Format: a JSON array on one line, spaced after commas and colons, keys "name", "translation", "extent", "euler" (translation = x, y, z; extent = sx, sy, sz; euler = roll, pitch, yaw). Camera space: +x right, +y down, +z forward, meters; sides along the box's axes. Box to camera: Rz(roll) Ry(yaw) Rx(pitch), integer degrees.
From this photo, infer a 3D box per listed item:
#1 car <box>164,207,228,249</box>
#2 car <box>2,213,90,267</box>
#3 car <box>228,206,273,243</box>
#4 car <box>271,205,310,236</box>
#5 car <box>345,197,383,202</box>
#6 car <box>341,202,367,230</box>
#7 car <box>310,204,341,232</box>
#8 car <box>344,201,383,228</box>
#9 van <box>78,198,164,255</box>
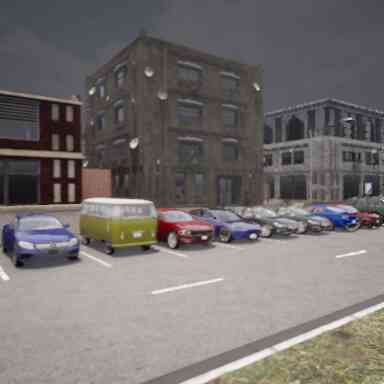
[{"name": "car", "translation": [-0.967, 1.482, 14.913], "extent": [2.097, 1.535, 5.008], "euler": [0, 0, -36]}, {"name": "car", "translation": [-5.441, 1.503, 11.693], "extent": [2.002, 1.452, 4.674], "euler": [0, 0, -36]}, {"name": "car", "translation": [1.290, 1.526, 16.493], "extent": [2.163, 1.488, 4.792], "euler": [0, 0, -36]}, {"name": "car", "translation": [3.507, 1.516, 18.132], "extent": [2.231, 1.521, 4.892], "euler": [0, 0, -36]}, {"name": "car", "translation": [12.447, 1.375, 24.587], "extent": [2.435, 2.045, 5.566], "euler": [1, 0, -36]}, {"name": "car", "translation": [7.989, 1.563, 21.341], "extent": [2.097, 1.535, 5.008], "euler": [1, 0, -36]}, {"name": "car", "translation": [5.745, 1.539, 19.740], "extent": [2.231, 1.521, 4.892], "euler": [1, 0, -36]}, {"name": "car", "translation": [10.221, 1.593, 22.957], "extent": [2.097, 1.535, 5.008], "euler": [1, 0, -36]}, {"name": "van", "translation": [-3.170, 1.244, 13.465], "extent": [1.878, 1.987, 4.442], "euler": [0, 0, -36]}]
